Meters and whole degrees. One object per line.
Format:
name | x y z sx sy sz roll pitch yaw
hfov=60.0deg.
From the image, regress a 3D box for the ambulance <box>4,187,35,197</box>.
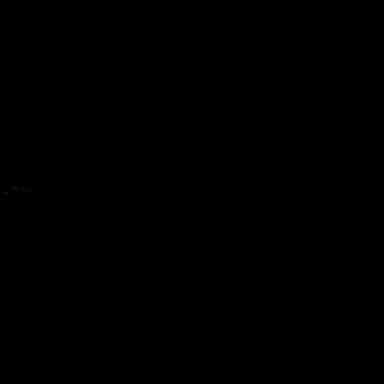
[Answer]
ambulance | -39.392 -0.011 76.060 2.351 2.431 6.366 -1 0 35
